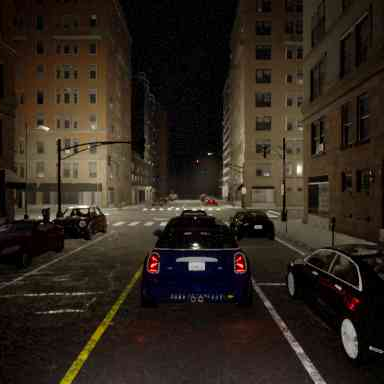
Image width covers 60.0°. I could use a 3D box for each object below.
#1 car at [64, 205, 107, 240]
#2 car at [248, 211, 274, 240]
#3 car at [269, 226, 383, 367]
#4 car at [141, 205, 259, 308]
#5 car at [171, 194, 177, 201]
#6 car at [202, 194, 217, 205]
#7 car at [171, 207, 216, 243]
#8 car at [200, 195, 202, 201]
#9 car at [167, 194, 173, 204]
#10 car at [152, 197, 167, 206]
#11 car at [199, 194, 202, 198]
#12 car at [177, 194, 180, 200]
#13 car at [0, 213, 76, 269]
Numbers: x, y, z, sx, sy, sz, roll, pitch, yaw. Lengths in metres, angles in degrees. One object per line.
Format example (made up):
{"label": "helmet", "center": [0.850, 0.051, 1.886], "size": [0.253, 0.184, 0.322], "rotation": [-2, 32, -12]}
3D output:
{"label": "car", "center": [-5.624, 1.440, 16.626], "size": [1.967, 1.590, 4.097], "rotation": [0, 0, 0]}
{"label": "car", "center": [2.902, 1.566, 16.601], "size": [1.947, 1.339, 4.313], "rotation": [0, 0, 0]}
{"label": "car", "center": [2.870, 1.551, 5.599], "size": [2.008, 1.369, 4.403], "rotation": [0, 0, 0]}
{"label": "car", "center": [0.101, 1.352, 8.090], "size": [2.097, 1.767, 4.553], "rotation": [0, 0, 0]}
{"label": "car", "center": [-5.356, 1.625, 80.601], "size": [1.752, 1.417, 4.829], "rotation": [0, 0, 0]}
{"label": "car", "center": [3.042, 1.475, 53.691], "size": [1.967, 1.590, 4.097], "rotation": [0, 0, 0]}
{"label": "car", "center": [0.091, 1.564, 16.673], "size": [1.994, 1.385, 4.181], "rotation": [0, 0, 1]}
{"label": "car", "center": [3.094, 1.606, 64.509], "size": [2.008, 1.369, 4.403], "rotation": [0, 0, 0]}
{"label": "car", "center": [-5.431, 1.606, 64.545], "size": [2.008, 1.369, 4.403], "rotation": [0, 0, 0]}
{"label": "car", "center": [-5.482, 1.617, 53.729], "size": [1.802, 1.307, 4.206], "rotation": [0, 0, 0]}
{"label": "car", "center": [3.143, 1.523, 75.327], "size": [1.967, 1.590, 4.097], "rotation": [0, 0, 0]}
{"label": "car", "center": [-5.306, 1.455, 91.589], "size": [2.192, 1.841, 5.009], "rotation": [0, 0, 0]}
{"label": "car", "center": [-5.640, 1.582, 11.125], "size": [1.802, 1.307, 4.206], "rotation": [0, 0, 0]}
